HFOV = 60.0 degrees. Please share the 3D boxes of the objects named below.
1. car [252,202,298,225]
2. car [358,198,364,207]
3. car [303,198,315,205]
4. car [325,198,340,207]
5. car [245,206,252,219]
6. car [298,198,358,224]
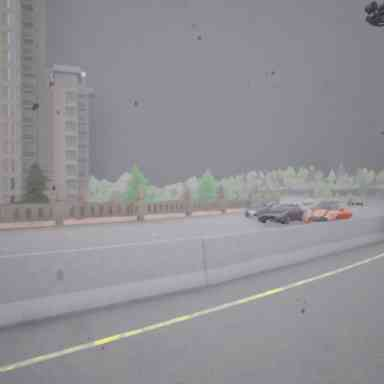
[{"bbox_3d":[7.001,1.645,25.027,2.033,1.411,5.357,0,0,41],"label":"car"},{"bbox_3d":[28.845,1.801,58.713,1.882,1.535,5.008,0,0,16],"label":"car"},{"bbox_3d":[23.651,1.929,67.256,1.812,1.442,4.674,0,-1,12],"label":"car"},{"bbox_3d":[25.957,1.841,61.490,1.882,1.535,5.008,0,-1,16],"label":"car"},{"bbox_3d":[6.549,1.624,30.083,2.128,1.511,4.902,0,-1,38],"label":"car"},{"bbox_3d":[9.280,1.429,22.482,2.097,1.767,4.553,0,0,41],"label":"car"}]
